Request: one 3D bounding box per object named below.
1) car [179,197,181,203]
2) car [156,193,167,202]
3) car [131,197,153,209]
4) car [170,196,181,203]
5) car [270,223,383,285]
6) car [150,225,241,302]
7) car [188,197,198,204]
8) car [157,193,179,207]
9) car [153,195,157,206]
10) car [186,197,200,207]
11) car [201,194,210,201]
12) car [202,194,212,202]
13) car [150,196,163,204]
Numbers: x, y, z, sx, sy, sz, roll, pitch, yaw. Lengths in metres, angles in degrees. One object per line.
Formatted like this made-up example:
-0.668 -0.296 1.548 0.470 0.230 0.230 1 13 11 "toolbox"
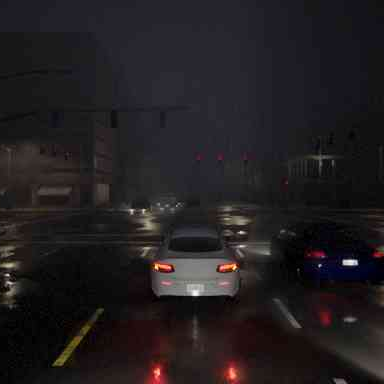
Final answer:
-3.518 1.478 60.586 1.882 1.535 5.008 0 0 0 "car"
-6.934 1.225 76.512 2.150 2.045 5.566 0 0 0 "car"
-7.082 1.478 46.101 1.882 1.535 5.008 0 0 1 "car"
-3.439 1.553 70.423 1.994 1.385 4.181 0 0 0 "car"
3.587 1.564 9.531 1.994 1.385 4.181 0 0 0 "car"
0.077 1.526 8.165 1.812 1.442 4.674 0 0 0 "car"
0.152 1.601 67.051 1.895 1.301 4.718 0 0 0 "car"
-3.543 1.222 50.583 2.150 2.045 5.566 0 0 0 "car"
-7.038 1.547 55.865 2.033 1.411 5.357 0 0 0 "car"
0.129 1.478 51.086 1.882 1.535 5.008 0 0 0 "car"
3.576 1.316 86.954 2.097 1.767 4.553 0 0 0 "car"
3.568 1.546 78.429 1.994 1.385 4.181 0 0 0 "car"
-6.977 1.564 65.821 1.994 1.385 4.181 0 0 1 "car"
